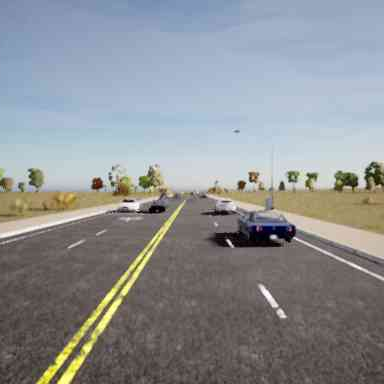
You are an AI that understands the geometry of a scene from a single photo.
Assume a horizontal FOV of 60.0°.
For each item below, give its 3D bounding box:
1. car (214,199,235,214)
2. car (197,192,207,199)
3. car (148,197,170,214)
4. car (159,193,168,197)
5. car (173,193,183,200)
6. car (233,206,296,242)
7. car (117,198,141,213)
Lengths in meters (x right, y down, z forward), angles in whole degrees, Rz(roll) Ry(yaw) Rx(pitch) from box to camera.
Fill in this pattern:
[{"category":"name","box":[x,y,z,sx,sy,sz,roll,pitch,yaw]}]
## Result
[{"category":"car","box":[3.345,1.399,33.719,1.812,1.442,4.674,0,0,0]},{"category":"car","box":[3.237,1.135,91.722,2.128,1.511,4.902,0,0,0]},{"category":"car","box":[-3.351,1.472,34.303,1.895,1.301,4.718,0,0,0]},{"category":"car","box":[-6.512,1.066,76.645,1.837,1.490,4.892,0,0,0]},{"category":"car","box":[-3.262,0.921,76.675,2.097,1.767,4.553,0,0,0]},{"category":"car","box":[3.348,1.541,15.843,1.895,1.301,4.718,0,0,0]},{"category":"car","box":[-6.599,1.394,35.126,1.812,1.442,4.674,0,0,0]}]
